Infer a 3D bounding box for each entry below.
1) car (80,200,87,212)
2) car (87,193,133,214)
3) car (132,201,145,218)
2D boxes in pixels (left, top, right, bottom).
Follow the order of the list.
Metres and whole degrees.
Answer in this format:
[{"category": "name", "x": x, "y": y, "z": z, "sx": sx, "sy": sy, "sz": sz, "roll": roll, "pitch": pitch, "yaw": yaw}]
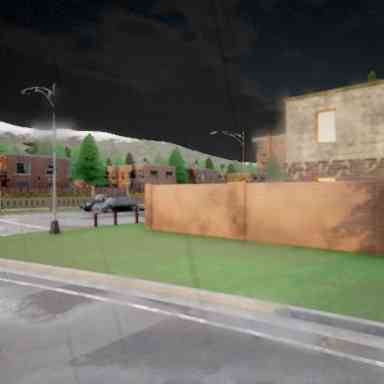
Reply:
[{"category": "car", "x": -9.457, "y": 1.165, "z": 36.658, "sx": 2.150, "sy": 2.045, "sz": 5.566, "roll": 0, "pitch": 0, "yaw": 41}, {"category": "car", "x": -7.700, "y": 1.300, "z": 33.332, "sx": 2.097, "sy": 1.767, "sz": 4.553, "roll": 0, "pitch": 0, "yaw": 41}, {"category": "car", "x": -2.474, "y": 1.554, "z": 28.677, "sx": 1.895, "sy": 1.301, "sz": 4.718, "roll": 0, "pitch": 0, "yaw": 41}]
